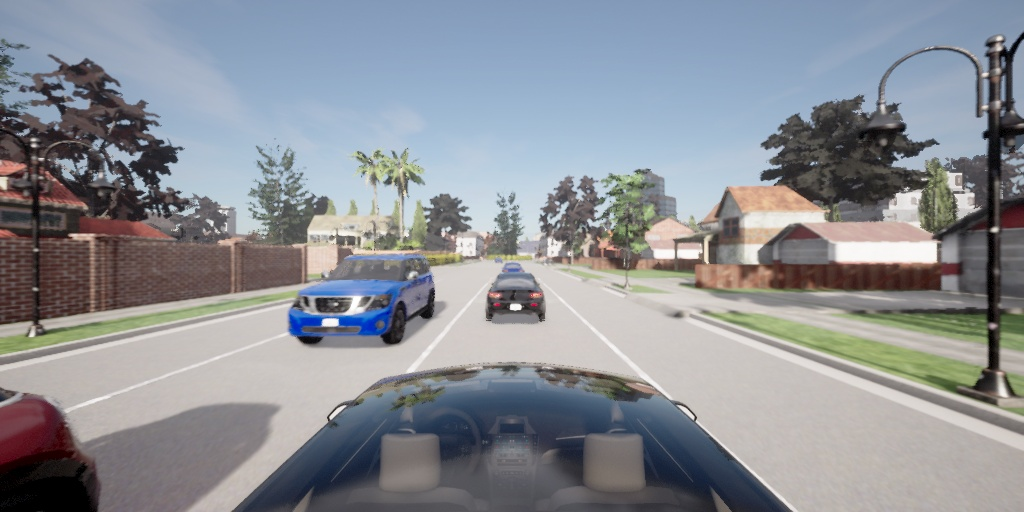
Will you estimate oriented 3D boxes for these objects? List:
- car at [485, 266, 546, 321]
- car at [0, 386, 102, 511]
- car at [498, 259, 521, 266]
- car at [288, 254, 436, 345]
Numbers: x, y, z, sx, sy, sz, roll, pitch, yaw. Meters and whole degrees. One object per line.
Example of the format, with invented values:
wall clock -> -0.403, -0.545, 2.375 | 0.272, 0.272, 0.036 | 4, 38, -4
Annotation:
car -> 0.112, 1.251, 12.247 | 1.812, 1.442, 4.674 | 0, 0, 0
car -> -3.607, 1.102, 0.201 | 2.097, 1.767, 4.553 | 0, 0, 0
car -> 0.029, 1.213, 27.862 | 1.812, 1.442, 4.674 | 0, 0, -2
car -> -3.574, 0.948, 9.804 | 2.150, 2.045, 5.566 | 0, 0, 0
